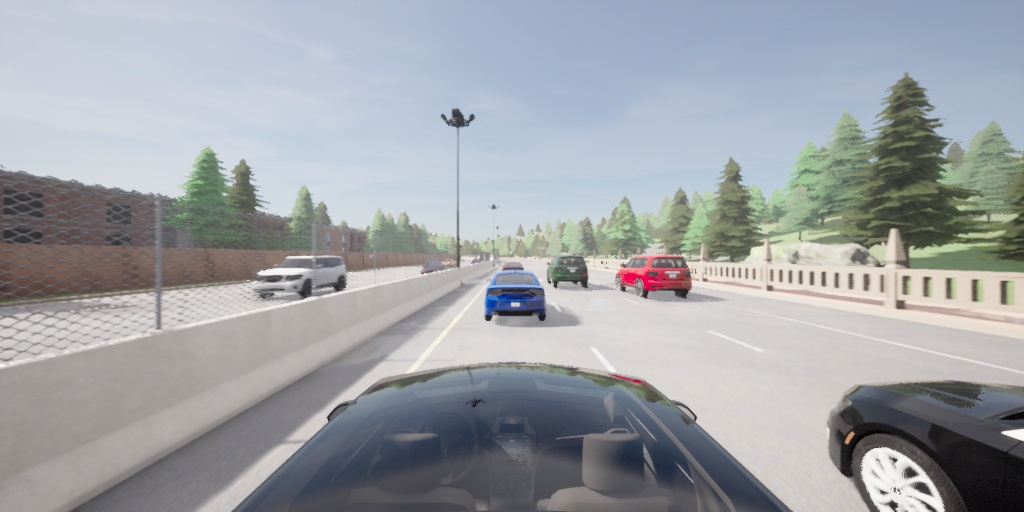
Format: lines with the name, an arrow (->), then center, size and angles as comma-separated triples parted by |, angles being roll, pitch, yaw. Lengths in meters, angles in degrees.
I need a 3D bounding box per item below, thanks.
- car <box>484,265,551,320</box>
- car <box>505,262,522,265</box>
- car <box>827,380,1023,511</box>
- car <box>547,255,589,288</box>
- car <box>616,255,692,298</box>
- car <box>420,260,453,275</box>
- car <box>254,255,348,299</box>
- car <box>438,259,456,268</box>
car -> 0.102, 1.232, 12.666 | 1.882, 1.535, 5.008 | 0, 0, 0
car -> 0.105, 1.240, 31.036 | 1.882, 1.535, 5.008 | 0, 0, 0
car -> 3.599, 1.254, 1.028 | 1.837, 1.490, 4.892 | 0, 0, 0
car -> 3.605, 0.981, 23.965 | 2.150, 2.045, 5.566 | 0, 0, 0
car -> 7.104, 0.978, 18.515 | 2.150, 2.045, 5.566 | 0, 0, 0
car -> -7.088, 1.328, 33.182 | 1.994, 1.385, 4.181 | 0, 0, 0
car -> -10.597, 0.979, 18.611 | 2.150, 2.045, 5.566 | 0, 0, 0
car -> -10.567, 1.253, 60.244 | 1.882, 1.535, 5.008 | 0, 0, 0
